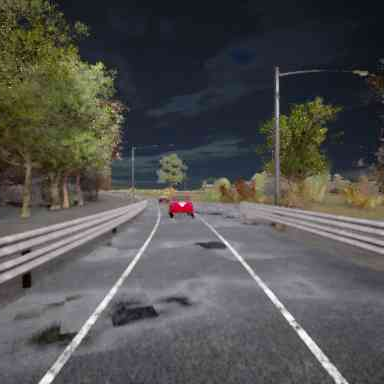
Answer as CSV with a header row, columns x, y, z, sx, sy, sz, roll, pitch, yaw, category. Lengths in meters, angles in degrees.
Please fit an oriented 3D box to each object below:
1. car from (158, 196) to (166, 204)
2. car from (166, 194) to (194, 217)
x,y,z,sx,sy,sz,roll,pitch,yaw,category
-5.724,1.493,65.845,1.882,1.535,5.008,0,0,-11,car
-1.096,1.236,31.310,2.150,2.045,5.566,0,0,-5,car
